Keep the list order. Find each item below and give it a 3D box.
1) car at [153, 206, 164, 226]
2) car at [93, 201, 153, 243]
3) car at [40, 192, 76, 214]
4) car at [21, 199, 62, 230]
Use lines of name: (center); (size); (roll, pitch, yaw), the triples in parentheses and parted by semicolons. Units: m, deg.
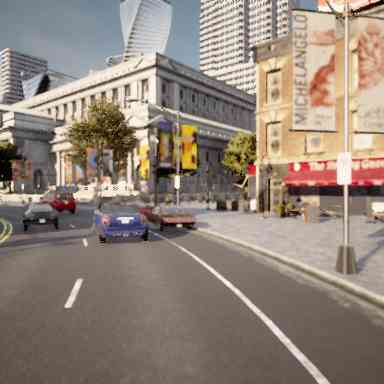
car: (-4.160, 1.378, 24.764); (2.002, 1.452, 4.674); (0, 0, -31)
car: (-3.560, 1.261, 16.057); (2.097, 1.767, 4.553); (0, 0, -20)
car: (-13.056, 1.050, 31.925); (2.150, 2.045, 5.566); (0, 0, -41)
car: (-9.393, 1.416, 20.504); (1.812, 1.442, 4.674); (0, 0, -28)
